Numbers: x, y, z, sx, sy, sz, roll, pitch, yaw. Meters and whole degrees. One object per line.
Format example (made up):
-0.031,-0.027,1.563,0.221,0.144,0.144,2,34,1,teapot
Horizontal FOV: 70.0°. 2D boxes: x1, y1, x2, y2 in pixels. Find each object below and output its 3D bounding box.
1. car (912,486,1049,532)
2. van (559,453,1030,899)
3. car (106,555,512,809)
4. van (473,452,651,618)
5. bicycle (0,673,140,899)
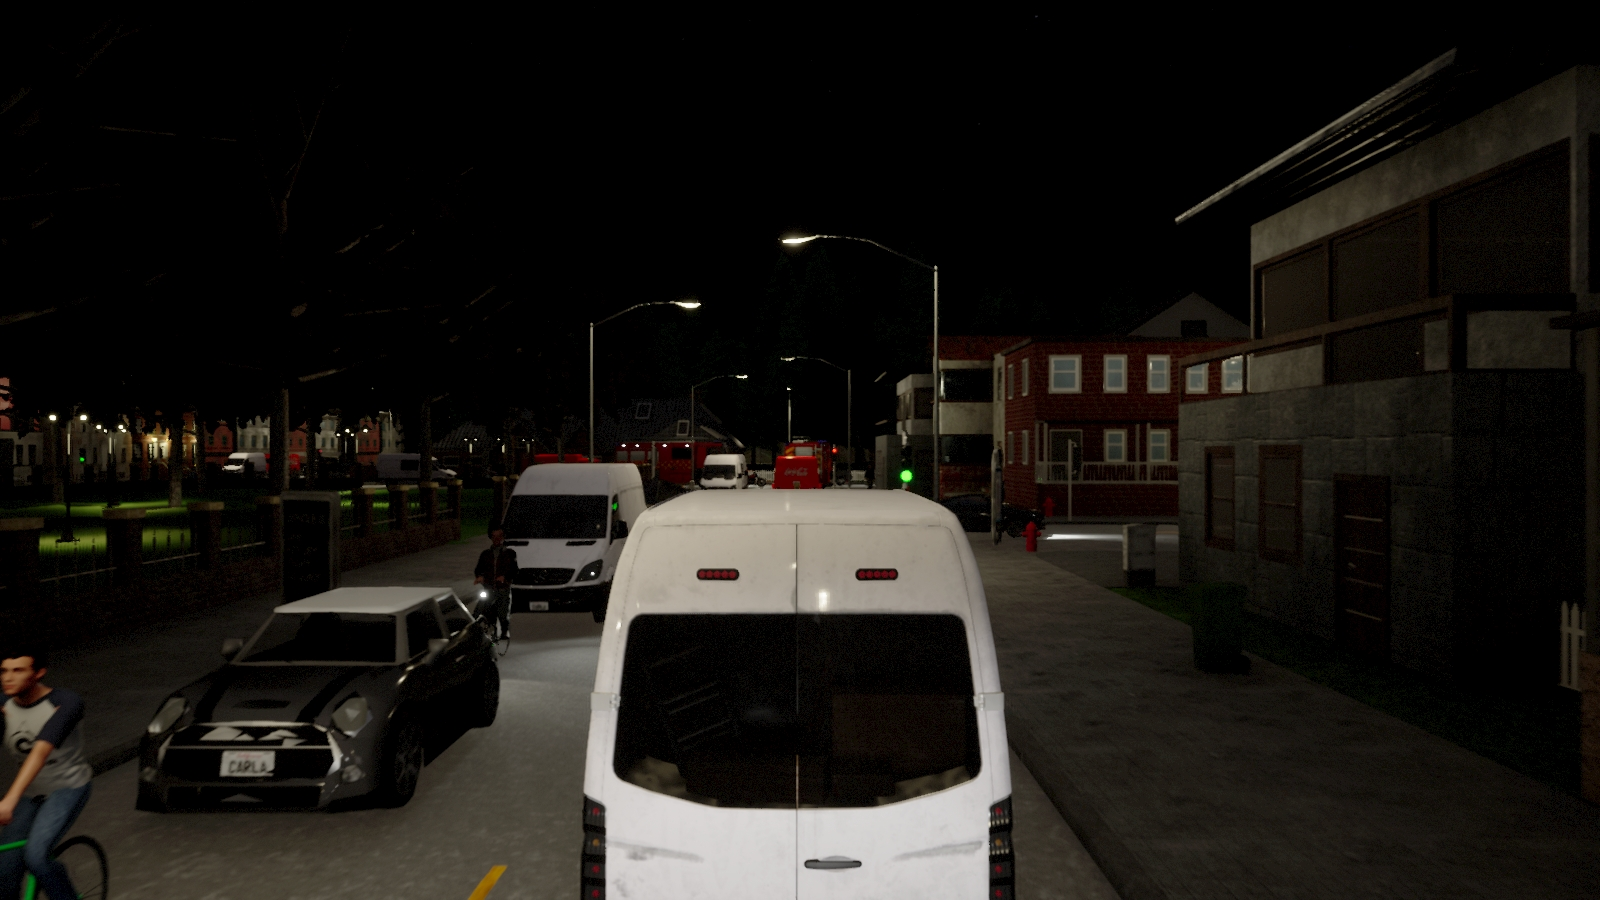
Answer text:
5.964,1.910,37.645,4.181,1.385,1.994,0,0,18,car
-0.027,1.318,7.788,1.988,2.561,5.915,0,0,0,van
-4.018,1.848,10.134,1.970,1.475,3.806,0,0,0,car
-4.060,1.321,20.590,1.988,2.561,5.915,0,0,0,van
-4.000,1.938,5.784,0.373,1.296,1.643,0,0,0,bicycle
